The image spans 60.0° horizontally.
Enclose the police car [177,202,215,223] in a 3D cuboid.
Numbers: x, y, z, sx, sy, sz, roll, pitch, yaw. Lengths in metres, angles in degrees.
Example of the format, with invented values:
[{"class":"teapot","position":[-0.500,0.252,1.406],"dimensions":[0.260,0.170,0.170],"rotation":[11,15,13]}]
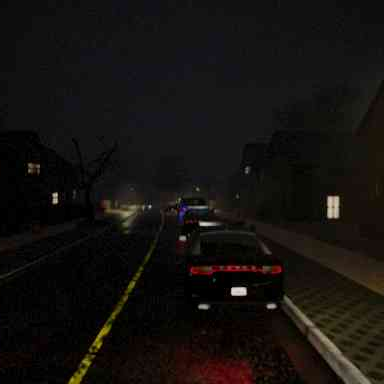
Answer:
[{"class":"police car","position":[0.346,1.552,18.199],"dimensions":[1.930,1.638,5.238],"rotation":[0,-1,-3]}]

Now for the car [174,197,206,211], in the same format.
[{"class":"car","position":[0.000,1.405,24.150],"dimensions":[2.150,2.045,5.566],"rotation":[0,-1,-4]}]

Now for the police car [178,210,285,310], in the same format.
[{"class":"police car","position":[0.719,1.474,8.141],"dimensions":[1.930,1.638,5.238],"rotation":[0,0,-1]}]

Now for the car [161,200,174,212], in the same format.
[{"class":"car","position":[-2.786,2.007,45.284],"dimensions":[1.895,1.301,4.718],"rotation":[0,-1,-7]}]

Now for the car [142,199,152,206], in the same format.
[{"class":"car","position":[-10.260,2.385,75.338],"dimensions":[1.812,1.442,4.674],"rotation":[0,-1,-10]}]
